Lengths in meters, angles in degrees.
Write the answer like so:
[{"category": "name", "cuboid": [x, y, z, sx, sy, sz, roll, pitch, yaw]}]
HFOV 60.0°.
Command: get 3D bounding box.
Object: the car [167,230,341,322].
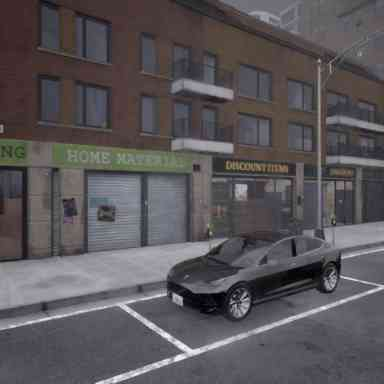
[{"category": "car", "cuboid": [1.517, 1.566, 7.257, 4.313, 1.339, 1.947, 0, 0, -35]}]
